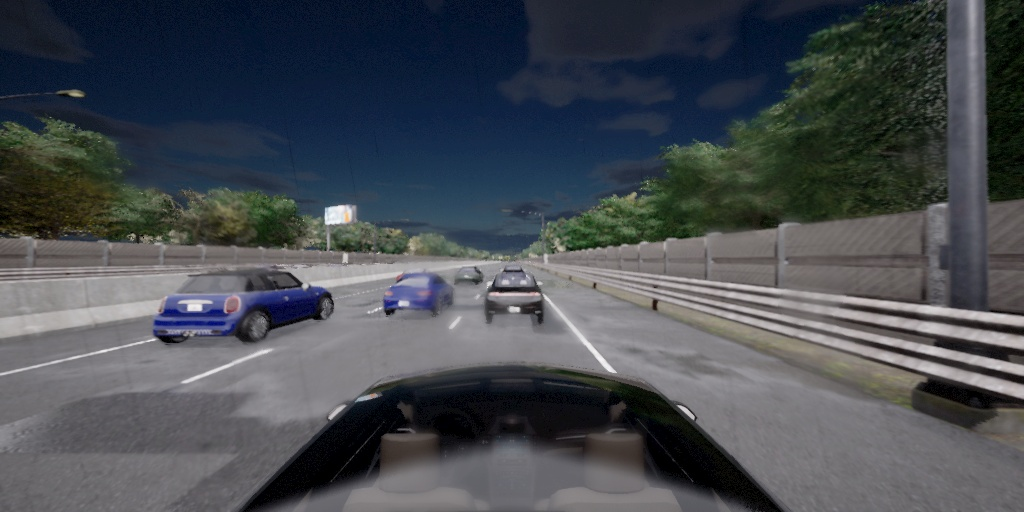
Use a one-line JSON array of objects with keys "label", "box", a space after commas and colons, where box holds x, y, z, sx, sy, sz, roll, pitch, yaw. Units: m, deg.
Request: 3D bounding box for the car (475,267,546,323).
[{"label": "car", "box": [0.092, 1.319, 12.516, 2.128, 1.511, 4.902, 0, 0, 0]}]

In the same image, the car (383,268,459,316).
[{"label": "car", "box": [-3.405, 1.362, 13.643, 1.812, 1.442, 4.674, 0, 0, 0]}]

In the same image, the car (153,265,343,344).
[{"label": "car", "box": [-6.917, 1.161, 9.952, 2.097, 1.767, 4.553, 0, 0, 0]}]

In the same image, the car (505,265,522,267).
[{"label": "car", "box": [0.094, 1.446, 28.291, 2.128, 1.511, 4.902, 0, 0, 0]}]

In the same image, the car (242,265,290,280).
[{"label": "car", "box": [-24.588, 1.588, 36.011, 1.994, 1.385, 4.181, 0, -1, 0]}]

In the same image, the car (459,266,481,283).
[{"label": "car", "box": [-3.405, 1.524, 28.917, 1.994, 1.385, 4.181, 0, 0, 0]}]

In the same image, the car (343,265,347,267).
[{"label": "car", "box": [-17.593, 1.568, 35.730, 2.033, 1.411, 5.357, 0, 0, 0]}]
